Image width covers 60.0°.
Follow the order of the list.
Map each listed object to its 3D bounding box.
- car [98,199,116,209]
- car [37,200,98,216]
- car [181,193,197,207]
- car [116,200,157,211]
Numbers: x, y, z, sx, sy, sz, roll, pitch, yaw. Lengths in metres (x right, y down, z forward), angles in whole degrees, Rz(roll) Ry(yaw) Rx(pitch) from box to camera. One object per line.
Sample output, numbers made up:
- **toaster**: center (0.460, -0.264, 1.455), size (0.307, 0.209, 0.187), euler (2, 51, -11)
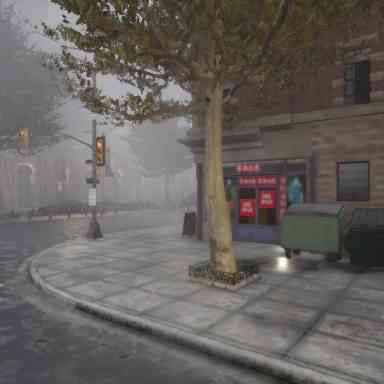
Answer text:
- **car**: center (-12.005, 1.595, 45.138), size (1.895, 1.301, 4.718), euler (0, 0, 36)
- **car**: center (-12.510, 1.547, 33.172), size (2.033, 1.411, 5.357), euler (0, 0, 36)
- **car**: center (0.644, 1.221, 51.155), size (2.150, 2.045, 5.566), euler (0, 0, 36)
- **car**: center (-6.608, 1.601, 41.251), size (1.895, 1.301, 4.718), euler (0, 0, 36)
